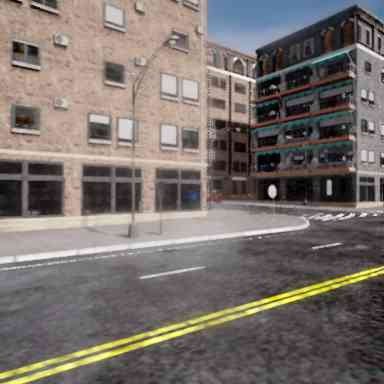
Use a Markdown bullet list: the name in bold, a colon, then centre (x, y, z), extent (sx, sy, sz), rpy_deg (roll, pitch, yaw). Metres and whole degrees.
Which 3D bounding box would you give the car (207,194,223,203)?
- **car**: centre (2.665, 0.934, 47.615), extent (1.802, 1.307, 4.206), rpy_deg (1, 0, -37)
